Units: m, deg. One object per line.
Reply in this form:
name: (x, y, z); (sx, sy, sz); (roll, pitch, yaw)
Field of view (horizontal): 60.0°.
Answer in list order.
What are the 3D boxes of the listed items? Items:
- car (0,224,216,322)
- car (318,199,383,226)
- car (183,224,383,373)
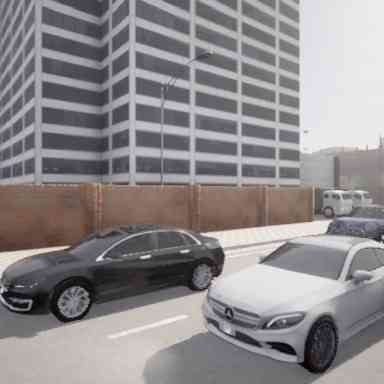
car: (-1.415, 1.506, 7.348); (4.892, 1.490, 1.837); (1, 0, -38)
car: (7.830, 1.344, 14.443); (4.553, 1.767, 2.097); (0, 0, -37)
car: (2.307, 1.523, 5.772); (4.674, 1.442, 1.812); (0, 0, -38)
